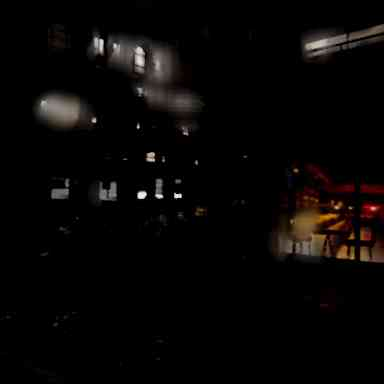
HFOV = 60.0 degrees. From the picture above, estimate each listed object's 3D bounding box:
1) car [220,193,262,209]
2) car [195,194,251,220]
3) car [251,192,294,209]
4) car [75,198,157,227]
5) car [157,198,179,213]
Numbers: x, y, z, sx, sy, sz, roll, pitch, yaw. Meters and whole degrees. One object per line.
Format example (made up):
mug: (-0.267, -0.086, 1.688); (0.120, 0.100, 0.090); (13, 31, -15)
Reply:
car: (5.397, 0.924, 36.197); (4.829, 1.417, 1.752); (-1, 2, -39)
car: (2.425, 1.111, 22.945); (4.829, 1.417, 1.752); (-1, 2, -39)
car: (8.658, 0.832, 35.524); (5.008, 1.535, 1.882); (-2, 1, -39)
car: (-4.807, 1.249, 20.525); (4.674, 1.442, 1.812); (-1, 1, -39)
car: (-3.050, 1.185, 29.294); (4.206, 1.307, 1.802); (-1, 2, -39)
